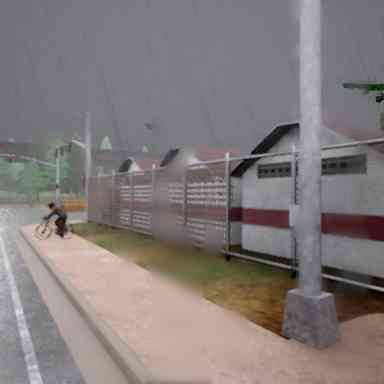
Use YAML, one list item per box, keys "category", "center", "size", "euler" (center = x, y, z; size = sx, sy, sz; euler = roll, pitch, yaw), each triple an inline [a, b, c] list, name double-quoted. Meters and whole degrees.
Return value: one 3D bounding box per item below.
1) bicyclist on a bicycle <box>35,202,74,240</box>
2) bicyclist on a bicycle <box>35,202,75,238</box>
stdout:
- category: "bicyclist on a bicycle"
  center: [-6.112, 1.325, 14.813]
  size: [1.656, 1.620, 0.582]
  euler: [0, 0, -13]
- category: "bicyclist on a bicycle"
  center: [-6.591, 1.327, 16.048]
  size: [1.656, 1.620, 0.582]
  euler: [0, 0, -37]
